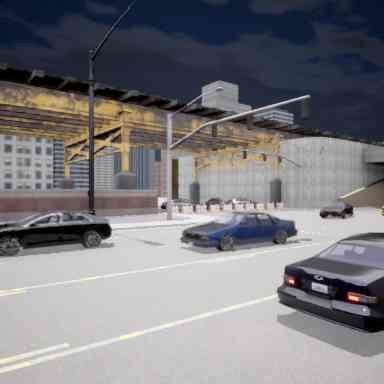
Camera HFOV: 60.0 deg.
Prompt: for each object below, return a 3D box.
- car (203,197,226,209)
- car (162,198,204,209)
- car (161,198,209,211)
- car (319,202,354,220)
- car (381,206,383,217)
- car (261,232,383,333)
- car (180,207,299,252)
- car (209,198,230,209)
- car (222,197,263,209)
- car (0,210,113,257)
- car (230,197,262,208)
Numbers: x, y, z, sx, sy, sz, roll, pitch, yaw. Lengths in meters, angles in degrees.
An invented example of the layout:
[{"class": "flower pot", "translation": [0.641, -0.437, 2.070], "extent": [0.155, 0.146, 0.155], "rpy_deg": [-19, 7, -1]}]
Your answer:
[{"class": "car", "translation": [2.812, 1.295, 40.521], "extent": [1.853, 1.218, 4.536], "rpy_deg": [0, 0, 18]}, {"class": "car", "translation": [-1.001, 1.295, 37.795], "extent": [4.536, 1.218, 1.853], "rpy_deg": [0, 0, 8]}, {"class": "car", "translation": [-0.949, 1.453, 37.788], "extent": [4.974, 1.542, 2.038], "rpy_deg": [0, 0, 8]}, {"class": "car", "translation": [12.659, 1.547, 28.901], "extent": [2.033, 1.411, 5.357], "rpy_deg": [0, 0, 37]}, {"class": "car", "translation": [19.267, 1.477, 30.788], "extent": [5.008, 1.535, 1.882], "rpy_deg": [0, 0, -41]}, {"class": "car", "translation": [4.050, 1.547, 6.664], "extent": [5.357, 1.411, 2.033], "rpy_deg": [0, 0, -35]}, {"class": "car", "translation": [2.161, 1.547, 14.014], "extent": [5.357, 1.411, 2.033], "rpy_deg": [0, 0, -34]}, {"class": "car", "translation": [2.796, 1.453, 40.472], "extent": [2.038, 1.542, 4.974], "rpy_deg": [0, 0, 18]}, {"class": "car", "translation": [6.708, 1.453, 44.231], "extent": [4.974, 1.542, 2.038], "rpy_deg": [0, 0, -7]}, {"class": "car", "translation": [-5.546, 1.491, 12.937], "extent": [4.902, 1.511, 2.128], "rpy_deg": [0, 0, -36]}, {"class": "car", "translation": [6.656, 1.295, 44.224], "extent": [4.536, 1.218, 1.853], "rpy_deg": [0, 0, -7]}]
